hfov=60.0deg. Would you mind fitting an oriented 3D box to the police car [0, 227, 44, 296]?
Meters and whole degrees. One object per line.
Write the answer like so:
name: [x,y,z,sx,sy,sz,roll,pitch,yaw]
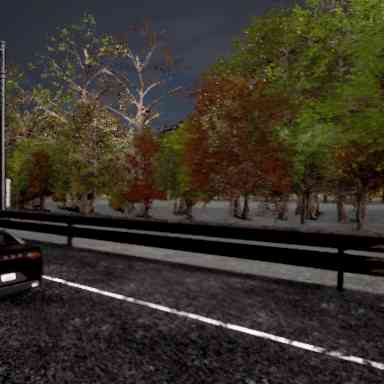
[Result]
police car: [-5.609,1.426,7.858,5.238,1.638,1.930,0,0,35]
